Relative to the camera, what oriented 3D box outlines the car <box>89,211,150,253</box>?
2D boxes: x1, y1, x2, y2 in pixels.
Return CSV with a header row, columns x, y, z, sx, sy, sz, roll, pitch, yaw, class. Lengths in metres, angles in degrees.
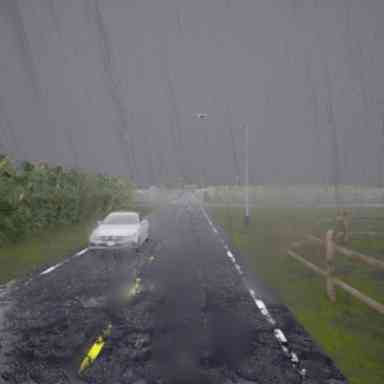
x,y,z,sx,sy,sz,roll,pitch,yaw,class
-2.841,1.541,13.930,1.812,1.442,4.674,0,0,0,car
